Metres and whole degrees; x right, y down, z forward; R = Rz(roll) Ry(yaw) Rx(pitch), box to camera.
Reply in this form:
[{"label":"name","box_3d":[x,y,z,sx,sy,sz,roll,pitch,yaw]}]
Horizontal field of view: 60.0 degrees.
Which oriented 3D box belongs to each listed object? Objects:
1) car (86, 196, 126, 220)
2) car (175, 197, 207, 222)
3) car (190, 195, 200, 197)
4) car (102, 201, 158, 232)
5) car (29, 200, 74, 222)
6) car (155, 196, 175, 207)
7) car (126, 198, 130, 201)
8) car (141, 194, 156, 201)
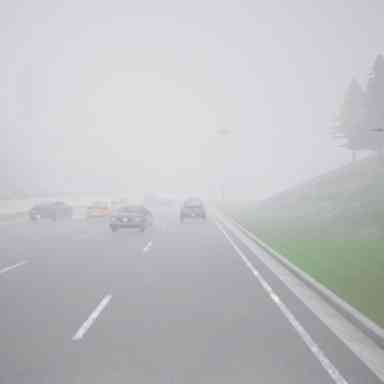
[{"label":"car","box_3d":[-6.931,1.354,26.524,1.882,1.535,5.008,0,0,0]},{"label":"car","box_3d":[0.071,1.376,24.908,2.128,1.511,4.902,0,0,0]},{"label":"car","box_3d":[0.456,1.278,49.297,1.837,1.490,4.892,0,1,8]},{"label":"car","box_3d":[-3.423,1.457,19.483,2.033,1.411,5.357,0,0,0]},{"label":"car","box_3d":[-10.429,1.389,24.990,1.837,1.490,4.892,0,0,0]},{"label":"car","box_3d":[-3.416,1.349,46.627,1.994,1.385,4.181,0,0,4]},{"label":"car","box_3d":[-10.337,1.326,47.964,2.033,1.411,5.357,0,0,5]},{"label":"car","box_3d":[-6.283,1.114,51.238,2.097,1.767,4.553,0,0,9]}]
